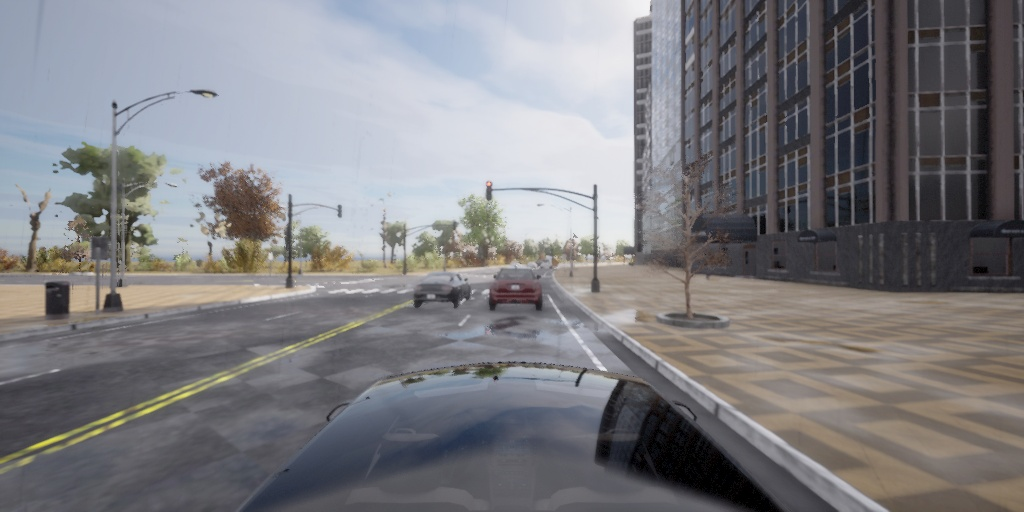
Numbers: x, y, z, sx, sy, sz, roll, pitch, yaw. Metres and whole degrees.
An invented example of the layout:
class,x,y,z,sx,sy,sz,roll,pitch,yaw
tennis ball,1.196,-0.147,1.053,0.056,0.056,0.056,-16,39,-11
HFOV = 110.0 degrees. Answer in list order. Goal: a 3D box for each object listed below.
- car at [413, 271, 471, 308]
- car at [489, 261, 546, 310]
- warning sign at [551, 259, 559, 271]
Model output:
class,x,y,z,sx,sy,sz,roll,pitch,yaw
car,-3.026,1.411,16.097,1.812,1.442,4.674,0,0,2
car,0.207,1.233,15.685,2.097,1.767,4.553,0,-1,2
warning sign,6.785,1.398,56.411,1.300,1.860,1.060,0,0,8
